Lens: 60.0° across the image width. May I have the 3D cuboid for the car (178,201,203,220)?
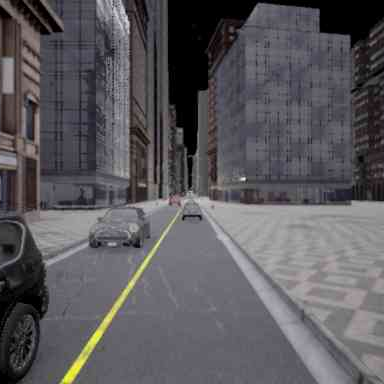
[{"bbox_3d":[0.005,1.771,30.790,2.033,1.411,5.357,0,0,0],"label":"car"}]

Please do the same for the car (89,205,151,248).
[{"bbox_3d":[-3.133,1.473,15.298,2.097,1.767,4.553,0,0,0],"label":"car"}]

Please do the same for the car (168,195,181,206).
[{"bbox_3d":[-3.226,1.643,63.031,2.150,2.045,5.566,0,0,0],"label":"car"}]

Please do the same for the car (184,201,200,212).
[{"bbox_3d":[-0.047,1.870,44.120,1.994,1.385,4.181,0,0,0],"label":"car"}]

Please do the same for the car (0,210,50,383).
[{"bbox_3d":[-3.104,1.246,2.545,2.150,2.045,5.566,0,0,0],"label":"car"}]
